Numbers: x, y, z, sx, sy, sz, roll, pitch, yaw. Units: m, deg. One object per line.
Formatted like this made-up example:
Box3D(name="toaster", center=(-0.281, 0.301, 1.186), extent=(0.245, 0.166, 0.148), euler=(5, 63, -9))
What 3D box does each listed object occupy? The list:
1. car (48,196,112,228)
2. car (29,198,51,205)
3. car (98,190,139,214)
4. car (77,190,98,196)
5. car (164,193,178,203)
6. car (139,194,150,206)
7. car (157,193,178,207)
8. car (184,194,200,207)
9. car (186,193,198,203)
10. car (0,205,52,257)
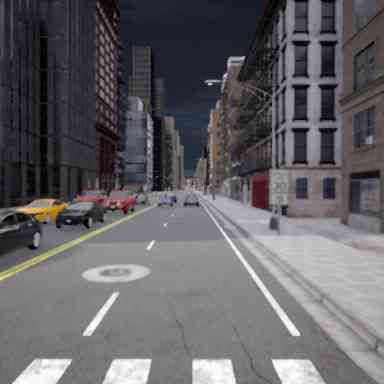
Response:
Box3D(name="car", center=(-6.612, 1.254, 20.292), extent=(1.882, 1.535, 5.008), euler=(0, 1, 0))
Box3D(name="car", center=(-9.862, 1.222, 22.306), extent=(1.882, 1.535, 5.008), euler=(0, 1, 0))
Box3D(name="car", center=(-6.622, 0.888, 30.629), extent=(2.150, 2.045, 5.566), euler=(0, 1, 0))
Box3D(name="car", center=(-9.869, 0.855, 32.846), extent=(2.150, 2.045, 5.566), euler=(0, 1, 0))
Box3D(name="car", center=(-3.304, 0.926, 52.399), extent=(1.882, 1.535, 5.008), euler=(0, 1, 0))
Box3D(name="car", center=(-6.576, 1.042, 43.098), extent=(1.837, 1.490, 4.892), euler=(0, 0, 0))
Box3D(name="car", center=(-3.292, 1.106, 41.978), extent=(2.033, 1.411, 5.357), euler=(0, 1, 0))
Box3D(name="car", center=(-0.043, 1.124, 42.815), extent=(1.994, 1.385, 4.181), euler=(0, 1, 0))
Box3D(name="car", center=(-0.055, 0.981, 52.819), extent=(1.812, 1.442, 4.674), euler=(0, 1, 0))
Box3D(name="car", center=(-6.582, 1.383, 10.874), extent=(1.837, 1.490, 4.892), euler=(0, 1, -1))
